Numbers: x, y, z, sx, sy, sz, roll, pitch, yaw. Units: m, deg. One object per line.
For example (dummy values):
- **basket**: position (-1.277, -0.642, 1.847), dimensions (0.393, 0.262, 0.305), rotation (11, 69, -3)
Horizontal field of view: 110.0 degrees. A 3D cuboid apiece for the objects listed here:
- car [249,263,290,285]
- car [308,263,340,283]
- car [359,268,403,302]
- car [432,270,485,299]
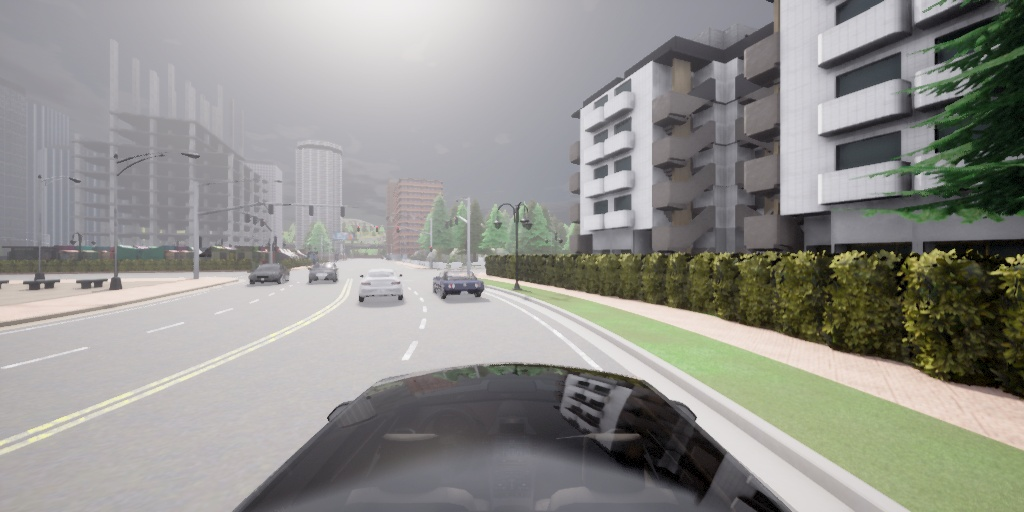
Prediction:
- **car**: position (-17.650, 1.309, 26.245), dimensions (1.837, 1.490, 4.892), rotation (0, 0, -23)
- **car**: position (-14.432, 1.269, 27.621), dimensions (2.128, 1.511, 4.902), rotation (0, 0, -23)
- **car**: position (-6.148, 1.282, 16.912), dimensions (1.812, 1.442, 4.674), rotation (0, 0, -19)
- **car**: position (-2.859, 1.365, 18.109), dimensions (1.895, 1.301, 4.718), rotation (0, 0, -19)
